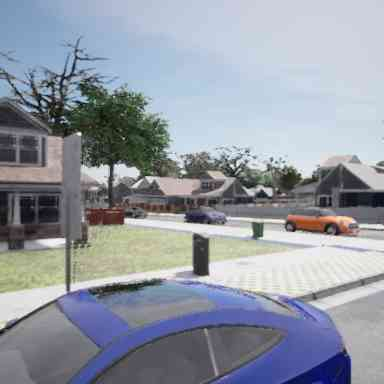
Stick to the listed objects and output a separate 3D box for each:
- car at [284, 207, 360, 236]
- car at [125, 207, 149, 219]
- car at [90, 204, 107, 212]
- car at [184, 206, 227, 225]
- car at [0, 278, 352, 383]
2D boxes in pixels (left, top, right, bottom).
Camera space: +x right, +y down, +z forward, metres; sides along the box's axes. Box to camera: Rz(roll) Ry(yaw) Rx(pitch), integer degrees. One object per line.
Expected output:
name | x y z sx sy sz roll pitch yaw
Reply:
car | 8.299 1.825 21.487 2.097 1.767 4.553 0 -2 -36
car | -7.366 2.642 42.626 1.837 1.490 4.892 0 -2 -37
car | -16.904 2.923 59.091 2.097 1.767 4.553 0 -2 -41
car | 1.226 2.139 31.187 2.097 1.767 4.553 0 -2 -36
car | -0.616 1.534 2.558 4.674 1.442 1.812 1 0 -35
